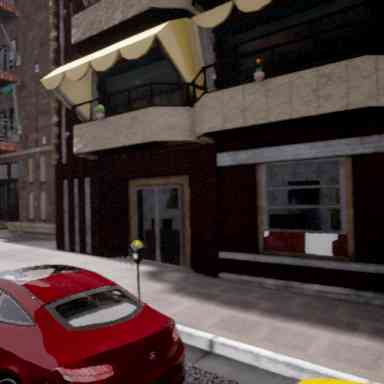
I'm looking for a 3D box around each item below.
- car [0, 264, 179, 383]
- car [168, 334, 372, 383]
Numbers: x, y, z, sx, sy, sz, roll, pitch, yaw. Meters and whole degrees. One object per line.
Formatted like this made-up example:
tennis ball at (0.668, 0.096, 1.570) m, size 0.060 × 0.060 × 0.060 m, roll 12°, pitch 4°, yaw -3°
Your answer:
car at (-2.013, 1.592, 4.182) m, size 4.206 × 1.307 × 1.802 m, roll 0°, pitch -2°, yaw 36°
car at (2.350, 1.522, 1.070) m, size 4.829 × 1.417 × 1.752 m, roll 0°, pitch -2°, yaw 36°
